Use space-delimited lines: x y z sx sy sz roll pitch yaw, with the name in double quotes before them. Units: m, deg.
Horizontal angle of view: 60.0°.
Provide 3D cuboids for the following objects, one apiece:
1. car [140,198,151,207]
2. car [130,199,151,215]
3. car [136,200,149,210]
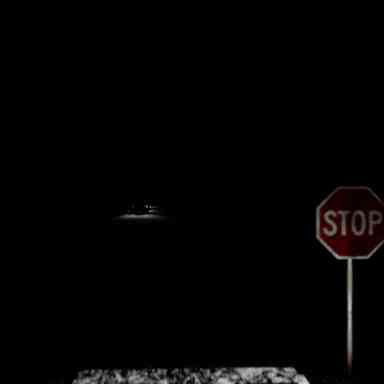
"car" -8.961 2.000 64.408 1.882 1.535 5.008 0 -1 -6
"car" -6.065 1.659 38.801 2.097 1.767 4.553 0 0 -7
"car" -7.350 1.926 49.907 1.812 1.442 4.674 0 0 -7
